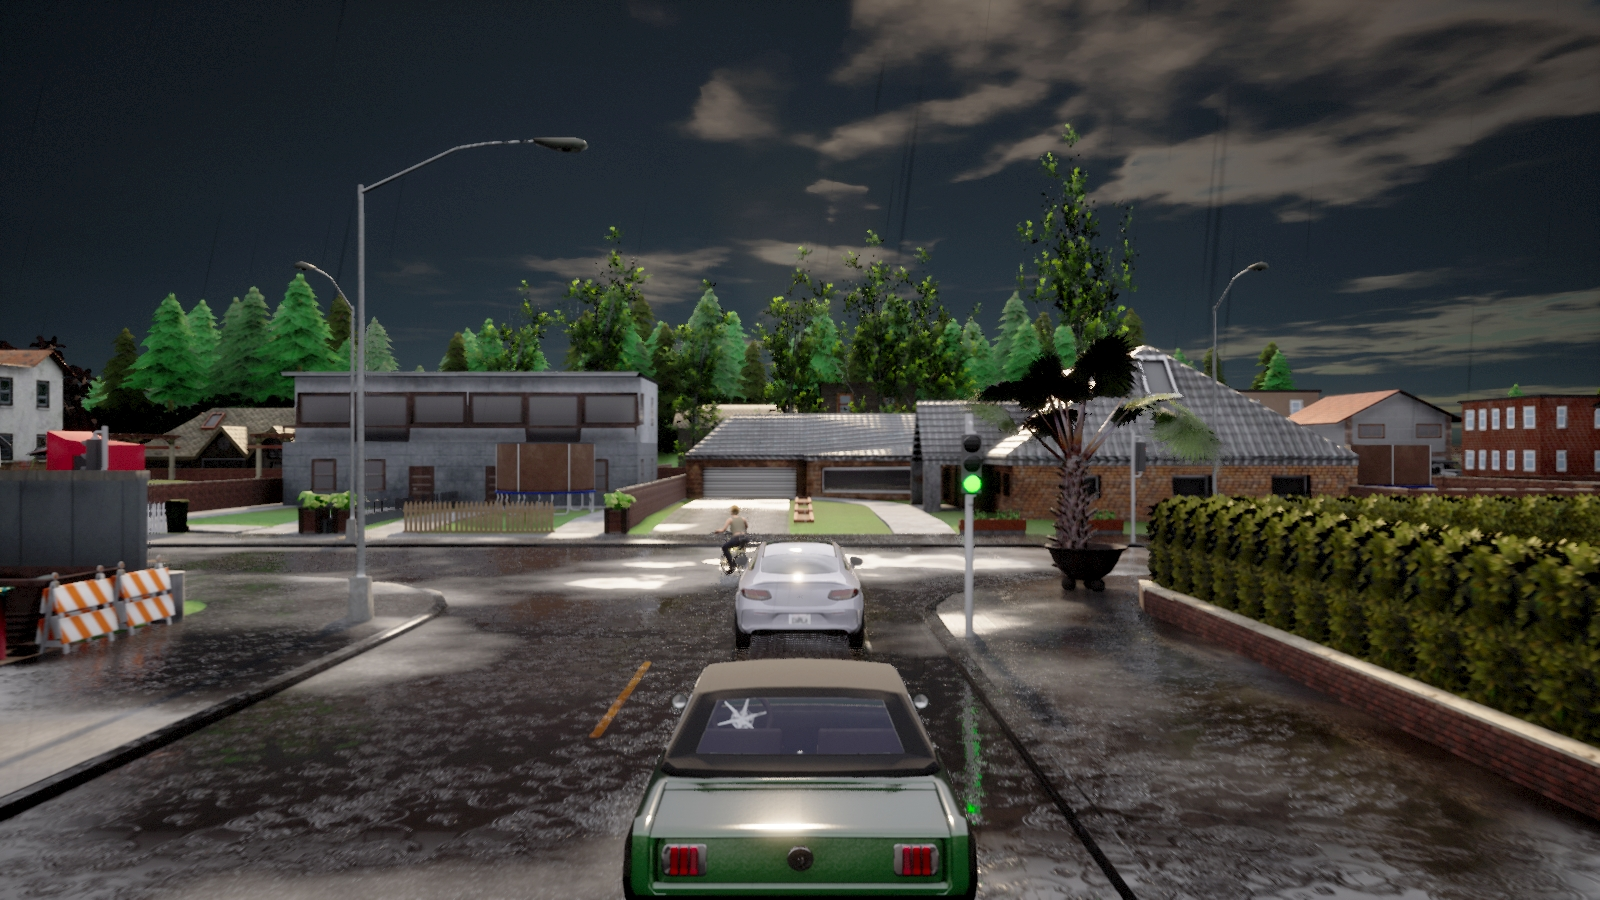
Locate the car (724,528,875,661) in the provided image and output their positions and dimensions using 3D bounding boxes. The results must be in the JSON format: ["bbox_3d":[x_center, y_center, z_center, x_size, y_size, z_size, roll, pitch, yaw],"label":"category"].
[{"bbox_3d":[-0.011,2.084,17.507,2.002,1.442,4.674,0,0,0],"label":"car"}]

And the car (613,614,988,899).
[{"bbox_3d":[0.001,2.156,8.127,1.895,1.301,4.718,0,0,0],"label":"car"}]
